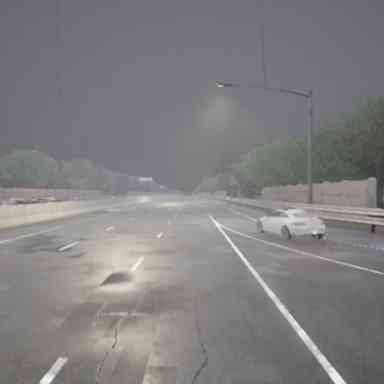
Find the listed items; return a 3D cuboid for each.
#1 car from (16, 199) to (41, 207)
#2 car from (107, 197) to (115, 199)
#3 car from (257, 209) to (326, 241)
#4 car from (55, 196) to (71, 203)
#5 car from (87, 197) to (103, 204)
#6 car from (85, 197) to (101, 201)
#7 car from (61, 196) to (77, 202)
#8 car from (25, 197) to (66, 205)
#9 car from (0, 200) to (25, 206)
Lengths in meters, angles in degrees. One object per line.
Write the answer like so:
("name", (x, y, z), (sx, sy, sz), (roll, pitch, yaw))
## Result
("car", (-27.977, 1.808, 57.183), (1.895, 1.301, 4.718), (0, 0, 0))
("car", (-17.500, 1.813, 72.696), (1.994, 1.385, 4.181), (0, 0, 0))
("car", (4.995, 1.592, 17.200), (1.812, 1.442, 4.674), (0, 0, -13))
("car", (-27.998, 1.653, 72.247), (1.994, 1.385, 4.181), (0, 0, 0))
("car", (-20.999, 1.800, 72.258), (2.033, 1.411, 5.357), (0, 0, 0))
("car", (-17.501, 1.773, 57.463), (1.994, 1.385, 4.181), (0, 0, 0))
("car", (-20.990, 1.772, 57.166), (1.994, 1.385, 4.181), (0, 0, 0))
("car", (-17.538, 1.694, 40.172), (2.033, 1.411, 5.357), (0, 0, 0))
("car", (-21.041, 1.667, 38.922), (1.812, 1.442, 4.674), (0, 0, 0))
